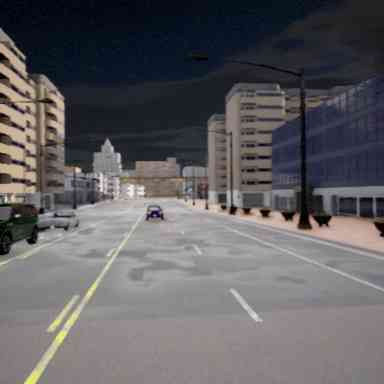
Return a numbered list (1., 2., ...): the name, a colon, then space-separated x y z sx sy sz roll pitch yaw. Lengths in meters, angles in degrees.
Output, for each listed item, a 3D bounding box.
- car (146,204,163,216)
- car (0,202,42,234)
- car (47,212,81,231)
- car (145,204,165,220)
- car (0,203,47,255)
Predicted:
1. car: -5.221 2.452 46.235 2.128 1.511 4.902 -1 -1 -7
2. car: -13.474 1.859 25.353 2.150 2.045 5.566 -1 -1 -7
3. car: -9.945 2.192 25.355 1.895 1.301 4.718 -1 -1 -6
4. car: -3.992 2.258 35.986 1.812 1.442 4.674 -1 -1 -6
5. car: -8.773 1.589 15.186 2.150 2.045 5.566 -1 -1 -7
